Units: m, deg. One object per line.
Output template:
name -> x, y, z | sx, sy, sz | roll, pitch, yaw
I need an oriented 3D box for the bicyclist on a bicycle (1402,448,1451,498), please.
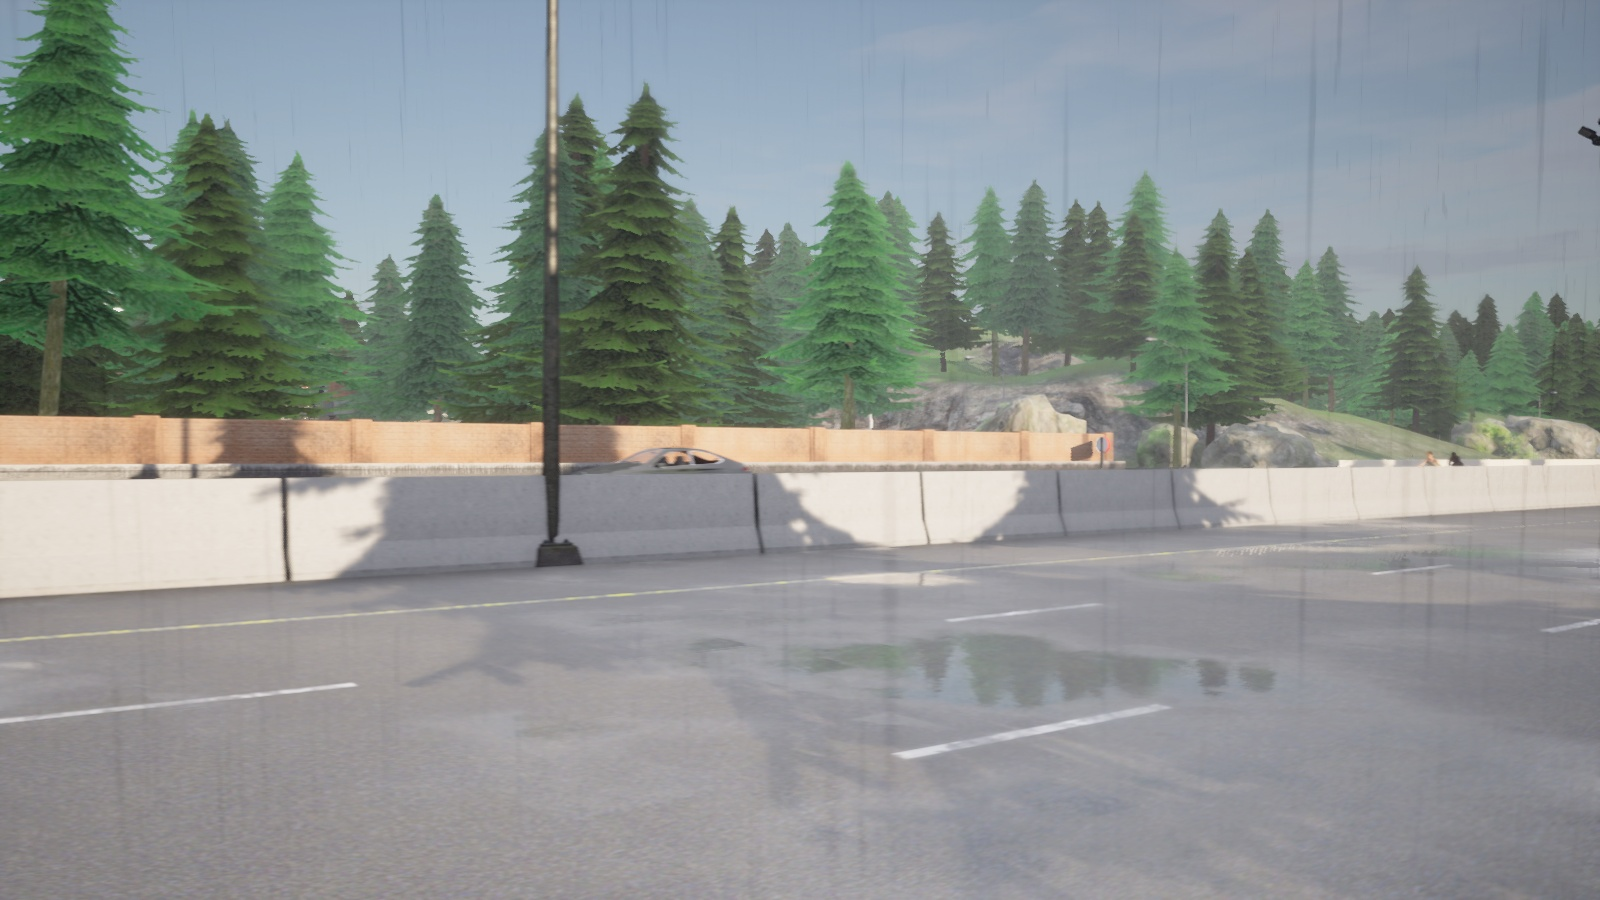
bicyclist on a bicycle -> 20.670, 0.742, 41.403 | 1.509, 1.612, 0.866 | 0, 0, -37

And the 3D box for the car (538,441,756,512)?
car -> -3.775, 0.612, 31.526 | 5.027, 1.651, 2.152 | 0, 0, -37
